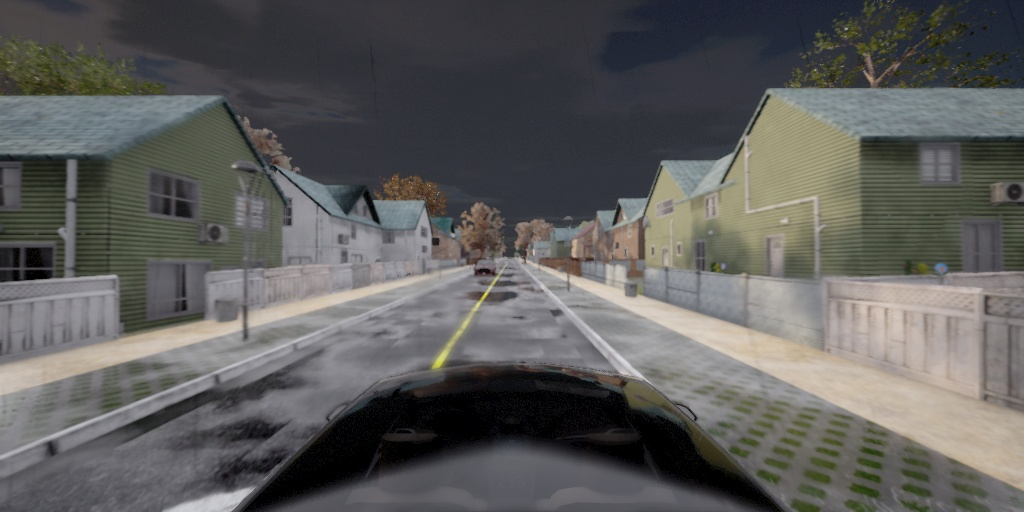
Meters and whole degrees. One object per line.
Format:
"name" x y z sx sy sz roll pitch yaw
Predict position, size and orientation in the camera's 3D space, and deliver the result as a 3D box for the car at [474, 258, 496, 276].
"car" -2.745 1.116 37.168 2.097 1.767 4.553 0 0 0
